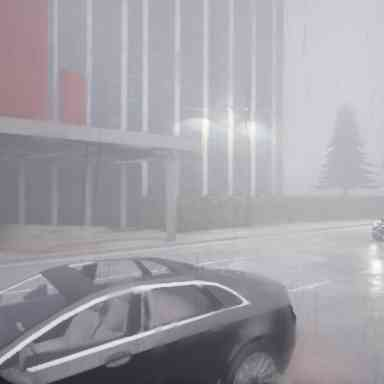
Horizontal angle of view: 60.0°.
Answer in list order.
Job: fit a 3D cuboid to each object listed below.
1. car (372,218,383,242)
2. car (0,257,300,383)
[{"bbox_3d":[10.515,1.446,15.710,4.553,1.767,2.097,0,0,-35],"label":"car"},{"bbox_3d":[-1.025,1.497,3.241,4.902,1.511,2.128,0,0,-35],"label":"car"}]
